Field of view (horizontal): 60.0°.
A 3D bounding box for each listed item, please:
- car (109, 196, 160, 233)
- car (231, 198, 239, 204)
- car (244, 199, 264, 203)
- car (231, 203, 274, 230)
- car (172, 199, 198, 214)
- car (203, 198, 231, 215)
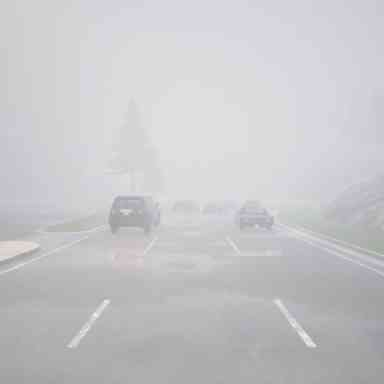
[{"bbox_3d":[-3.273,1.223,19.884,2.150,2.045,5.566,0,0,3],"label":"car"},{"bbox_3d":[5.107,1.526,43.525,1.812,1.442,4.674,0,0,16],"label":"car"},{"bbox_3d":[6.746,1.504,36.470,1.837,1.490,4.892,0,0,16],"label":"car"},{"bbox_3d":[3.749,1.601,20.897,1.895,1.301,4.718,0,0,2],"label":"car"},{"bbox_3d":[-0.640,1.491,35.934,2.128,1.511,4.902,0,0,15],"label":"car"},{"bbox_3d":[2.379,1.526,33.635,1.812,1.442,4.674,0,0,15],"label":"car"}]
